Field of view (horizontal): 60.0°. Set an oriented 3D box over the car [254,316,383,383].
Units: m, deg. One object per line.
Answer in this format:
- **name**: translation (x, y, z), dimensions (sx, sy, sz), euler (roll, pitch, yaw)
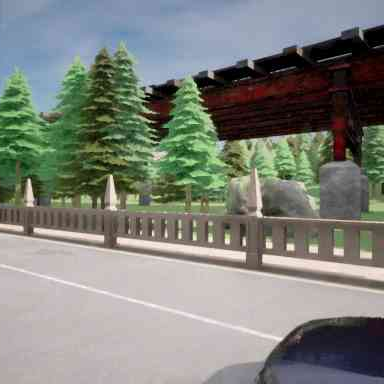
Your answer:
- **car**: translation (2.501, 1.564, 2.203), dimensions (4.181, 1.385, 1.994), euler (0, 0, 36)
